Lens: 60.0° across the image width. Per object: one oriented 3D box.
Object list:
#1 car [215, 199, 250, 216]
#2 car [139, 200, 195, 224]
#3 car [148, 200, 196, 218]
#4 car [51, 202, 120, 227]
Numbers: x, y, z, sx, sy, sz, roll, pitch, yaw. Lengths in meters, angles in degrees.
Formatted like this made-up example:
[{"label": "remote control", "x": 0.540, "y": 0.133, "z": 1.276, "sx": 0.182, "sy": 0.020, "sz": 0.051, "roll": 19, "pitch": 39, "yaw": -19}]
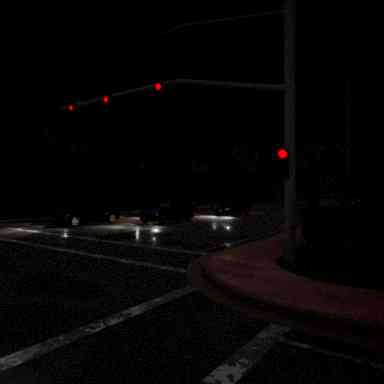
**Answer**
[{"label": "car", "x": 4.086, "y": 1.505, "z": 33.025, "sx": 1.837, "sy": 1.490, "sz": 4.892, "roll": 0, "pitch": 0, "yaw": 36}, {"label": "car", "x": -1.769, "y": 1.478, "z": 24.883, "sx": 1.882, "sy": 1.535, "sz": 5.008, "roll": 0, "pitch": 0, "yaw": 36}, {"label": "car", "x": -1.757, "y": 1.505, "z": 30.907, "sx": 1.837, "sy": 1.490, "sz": 4.892, "roll": 0, "pitch": 0, "yaw": 36}, {"label": "car", "x": -7.284, "y": 1.478, "z": 23.189, "sx": 1.882, "sy": 1.535, "sz": 5.008, "roll": 0, "pitch": 0, "yaw": 36}]
